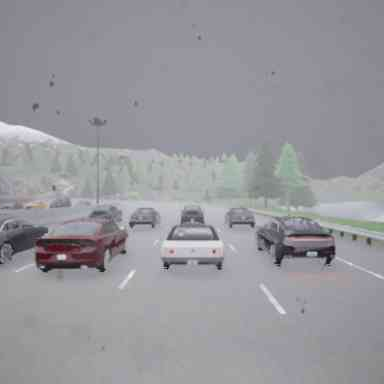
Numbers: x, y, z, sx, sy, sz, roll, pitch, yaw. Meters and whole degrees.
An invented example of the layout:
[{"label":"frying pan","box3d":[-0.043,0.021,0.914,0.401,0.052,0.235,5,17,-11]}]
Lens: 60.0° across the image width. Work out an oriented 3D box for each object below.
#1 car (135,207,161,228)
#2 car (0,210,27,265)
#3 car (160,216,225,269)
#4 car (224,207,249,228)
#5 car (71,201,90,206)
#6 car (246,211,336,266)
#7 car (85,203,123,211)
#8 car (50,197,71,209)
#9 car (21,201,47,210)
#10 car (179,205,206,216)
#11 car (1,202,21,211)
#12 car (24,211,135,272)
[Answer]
[{"label":"car","box3d":[-3.471,1.863,25.130,2.033,1.411,5.357,0,-1,0]},{"label":"car","box3d":[-6.954,1.647,12.285,2.128,1.511,4.902,0,-1,1]},{"label":"car","box3d":[0.041,1.748,11.673,1.895,1.301,4.718,0,-1,1]},{"label":"car","box3d":[3.529,1.863,25.150,2.033,1.411,5.357,0,-1,1]},{"label":"car","box3d":[-18.213,2.191,55.973,2.128,1.511,4.902,0,-1,-4]},{"label":"car","box3d":[3.546,1.645,12.189,2.128,1.511,4.902,0,-1,1]},{"label":"car","box3d":[-6.950,1.849,27.319,1.837,1.490,4.892,0,0,1]},{"label":"car","box3d":[-21.633,1.910,55.122,2.150,2.045,5.566,0,-1,-4]},{"label":"car","box3d":[-25.020,2.145,53.349,1.882,1.535,5.008,0,-1,-4]},{"label":"car","box3d":[0.051,1.848,27.312,1.837,1.490,4.892,0,0,1]},{"label":"car","box3d":[-28.479,2.224,52.747,1.994,1.385,4.181,0,-1,-4]},{"label":"car","box3d":[-3.463,1.621,11.373,1.882,1.535,5.008,0,-1,0]}]
